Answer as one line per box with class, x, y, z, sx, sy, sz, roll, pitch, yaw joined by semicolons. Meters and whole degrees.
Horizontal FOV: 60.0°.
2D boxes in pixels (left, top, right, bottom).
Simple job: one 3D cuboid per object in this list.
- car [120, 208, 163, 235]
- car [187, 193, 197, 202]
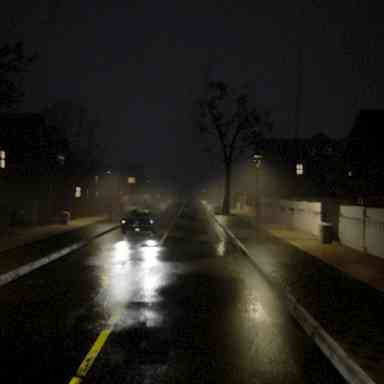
car;-2.752;1.591;19.003;1.895;1.301;4.718;0;0;0
car;0.000;1.459;75.452;2.033;1.411;5.357;0;0;0
